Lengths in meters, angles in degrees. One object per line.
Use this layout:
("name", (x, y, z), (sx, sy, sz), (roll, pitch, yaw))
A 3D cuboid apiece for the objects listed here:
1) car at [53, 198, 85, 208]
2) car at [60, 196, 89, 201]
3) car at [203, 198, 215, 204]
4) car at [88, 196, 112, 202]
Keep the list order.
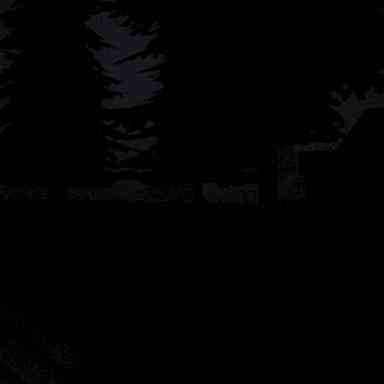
("car", (-21.811, 1.990, 58.930), (5.027, 1.636, 2.152), (0, -1, -27))
("car", (-20.361, 1.965, 56.148), (4.514, 1.523, 2.007), (0, -1, -27))
("car", (2.918, 1.940, 67.804), (3.633, 1.501, 1.845), (0, -1, -27))
("car", (-20.247, 2.089, 72.958), (3.633, 1.501, 1.845), (0, -1, -27))
